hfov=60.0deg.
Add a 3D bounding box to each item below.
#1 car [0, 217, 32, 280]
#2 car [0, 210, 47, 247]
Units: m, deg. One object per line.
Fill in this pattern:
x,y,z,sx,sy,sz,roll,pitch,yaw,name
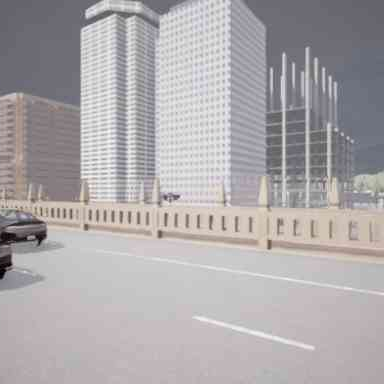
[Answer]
-6.554,1.492,8.557,4.902,1.511,2.128,0,0,35,car
-8.011,1.492,13.792,4.902,1.511,2.128,0,0,34,car
